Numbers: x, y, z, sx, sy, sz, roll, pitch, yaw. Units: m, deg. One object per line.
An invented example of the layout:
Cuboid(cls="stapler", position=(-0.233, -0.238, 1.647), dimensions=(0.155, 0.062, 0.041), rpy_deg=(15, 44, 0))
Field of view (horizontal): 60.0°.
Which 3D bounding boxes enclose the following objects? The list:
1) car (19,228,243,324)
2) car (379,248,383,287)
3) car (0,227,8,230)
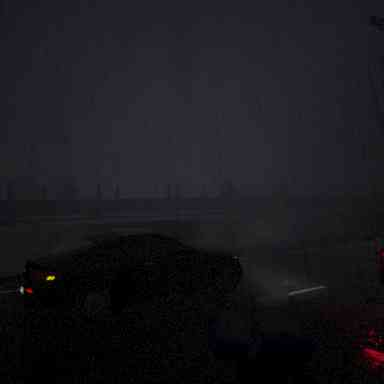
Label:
Cuboid(cls="car", position=(-1.036, 1.503, 7.059), dimensions=(4.674, 1.442, 1.812), rpy_deg=(0, 0, -33))
Cuboid(cls="car", position=(6.292, 1.465, 7.377), dimensions=(5.008, 1.535, 1.882), rpy_deg=(0, 0, -30))
Cuboid(cls="car", position=(-8.465, 1.556, 10.732), dimensions=(4.718, 1.301, 1.895), rpy_deg=(0, 0, -35))
